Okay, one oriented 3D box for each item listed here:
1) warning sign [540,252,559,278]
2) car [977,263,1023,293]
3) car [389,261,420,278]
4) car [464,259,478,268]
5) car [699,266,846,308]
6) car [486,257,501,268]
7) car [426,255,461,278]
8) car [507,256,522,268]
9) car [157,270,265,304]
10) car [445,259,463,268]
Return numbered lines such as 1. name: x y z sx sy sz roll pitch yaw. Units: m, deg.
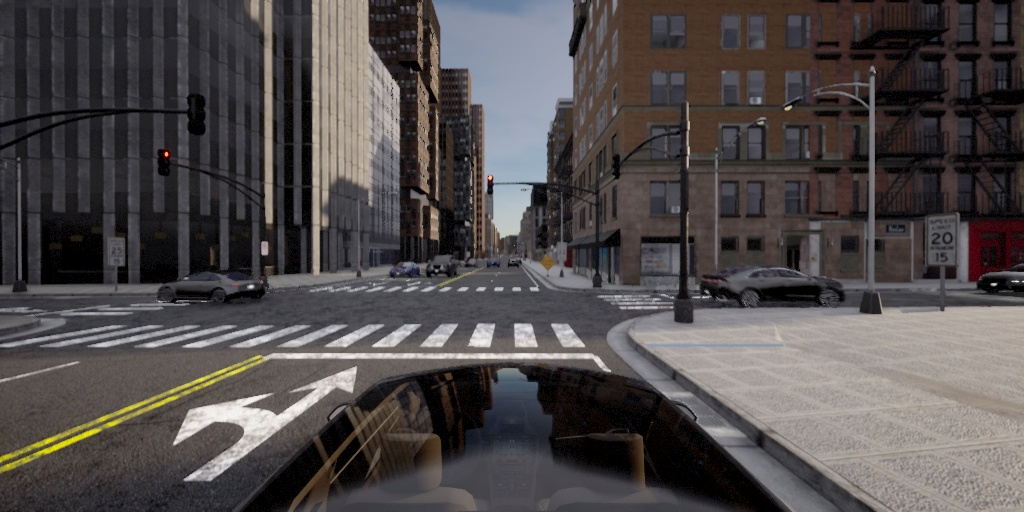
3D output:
1. warning sign: 2.917 0.822 29.148 1.300 1.860 1.060 0 0 0
2. car: 24.195 1.009 16.185 4.892 1.490 1.837 0 0 0
3. car: -9.771 1.227 33.097 1.812 1.442 4.674 0 0 0
4. car: -6.422 1.179 56.618 1.837 1.490 4.892 0 -1 1
5. car: 9.778 1.115 13.596 4.902 1.511 2.128 0 0 -1
6. car: -3.050 1.021 59.501 2.097 1.767 4.553 0 0 1
7. car: -6.512 0.921 33.814 2.150 2.045 5.566 0 0 0
8. car: 0.193 1.174 58.752 1.837 1.490 4.892 0 0 0
9. car: -13.627 1.363 16.319 4.181 1.385 1.994 0 0 10
10. car: -9.633 1.216 59.778 2.033 1.411 5.357 0 0 1
